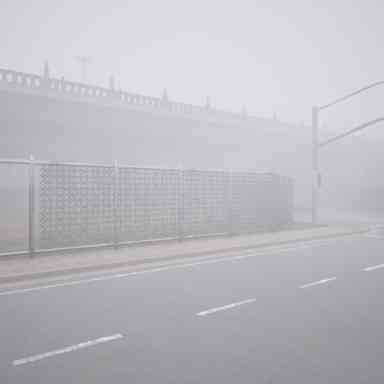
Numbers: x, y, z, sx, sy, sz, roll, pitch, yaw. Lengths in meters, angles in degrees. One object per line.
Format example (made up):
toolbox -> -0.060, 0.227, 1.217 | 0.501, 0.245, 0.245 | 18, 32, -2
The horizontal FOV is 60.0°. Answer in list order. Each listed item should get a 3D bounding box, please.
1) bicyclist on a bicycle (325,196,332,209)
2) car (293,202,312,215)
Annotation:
bicyclist on a bicycle -> 17.735, 1.356, 43.290 | 1.656, 1.620, 0.582 | 0, 0, -36
car -> 10.442, 1.656, 34.611 | 1.895, 1.301, 4.718 | 0, 0, -36
